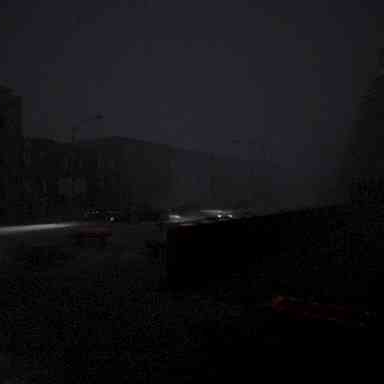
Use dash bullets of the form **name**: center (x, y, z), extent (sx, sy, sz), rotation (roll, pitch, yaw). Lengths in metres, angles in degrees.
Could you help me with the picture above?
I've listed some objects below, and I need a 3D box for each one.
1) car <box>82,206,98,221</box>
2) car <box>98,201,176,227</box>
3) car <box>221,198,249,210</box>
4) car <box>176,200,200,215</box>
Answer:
- **car**: center (-6.353, 1.492, 26.386), extent (2.128, 1.511, 4.902), rotation (0, 0, 36)
- **car**: center (-3.630, 1.491, 22.975), extent (2.128, 1.511, 4.902), rotation (0, 0, 36)
- **car**: center (5.571, 1.478, 42.982), extent (1.882, 1.535, 5.008), rotation (0, 0, 36)
- **car**: center (-0.902, 1.526, 33.989), extent (1.812, 1.442, 4.674), rotation (0, 0, 36)
